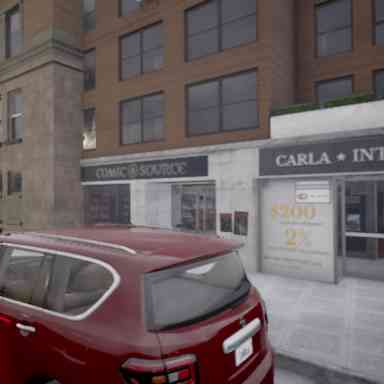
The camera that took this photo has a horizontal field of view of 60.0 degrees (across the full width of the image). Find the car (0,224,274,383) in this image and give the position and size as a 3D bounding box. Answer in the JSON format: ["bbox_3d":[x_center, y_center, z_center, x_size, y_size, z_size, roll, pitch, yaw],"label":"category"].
[{"bbox_3d":[-1.542,1.318,3.961,5.009,1.841,2.192,0,-1,36],"label":"car"}]
